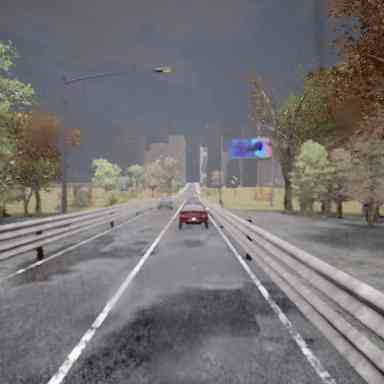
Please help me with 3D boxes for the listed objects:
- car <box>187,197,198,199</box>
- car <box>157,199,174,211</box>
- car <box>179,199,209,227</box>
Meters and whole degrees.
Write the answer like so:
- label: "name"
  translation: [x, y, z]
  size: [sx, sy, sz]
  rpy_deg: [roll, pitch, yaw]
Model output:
- label: "car"
  translation: [0.091, 1.390, 41.875]
  size: [2.097, 1.767, 4.553]
  rpy_deg: [0, 0, 0]
- label: "car"
  translation: [-3.349, 1.586, 42.559]
  size: [2.033, 1.411, 5.357]
  rpy_deg: [0, 0, 0]
- label: "car"
  translation: [0.103, 1.497, 22.746]
  size: [1.882, 1.535, 5.008]
  rpy_deg: [0, 0, 0]
